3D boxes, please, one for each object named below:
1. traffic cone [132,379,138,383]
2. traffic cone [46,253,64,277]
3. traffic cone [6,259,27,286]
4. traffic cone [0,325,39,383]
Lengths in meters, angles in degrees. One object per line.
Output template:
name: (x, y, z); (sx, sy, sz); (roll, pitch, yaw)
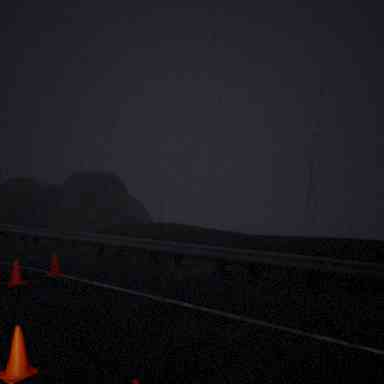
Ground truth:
traffic cone: (-0.503, 1.946, 2.922); (0.340, 0.580, 0.340); (0, 0, 35)
traffic cone: (-3.647, 1.917, 8.847); (0.340, 0.580, 0.340); (0, 0, 35)
traffic cone: (-4.228, 1.917, 8.033); (0.340, 0.580, 0.340); (0, 0, 35)
traffic cone: (-2.132, 1.936, 4.082); (0.340, 0.580, 0.340); (0, 0, 35)
